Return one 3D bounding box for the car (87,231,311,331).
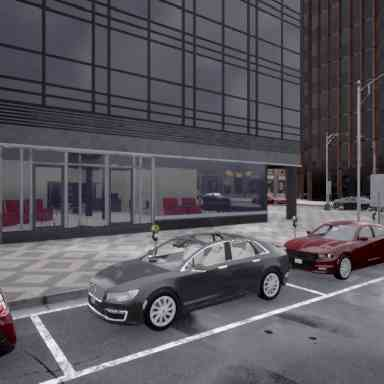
[{"bbox_3d":[0.147,1.551,6.760,4.403,1.369,2.008,0,0,-36],"label":"car"}]

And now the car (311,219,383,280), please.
[{"bbox_3d":[4.586,1.545,9.933,4.507,1.381,1.887,0,0,-36],"label":"car"}]

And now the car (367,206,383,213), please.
[{"bbox_3d":[9.026,1.441,13.106,4.097,1.590,1.967,0,0,-36],"label":"car"}]

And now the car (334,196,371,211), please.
[{"bbox_3d":[16.232,1.204,32.127,1.837,1.490,4.892,0,1,-36],"label":"car"}]

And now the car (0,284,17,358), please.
[{"bbox_3d":[-4.293,1.440,3.587,4.097,1.590,1.967,0,0,-36],"label":"car"}]

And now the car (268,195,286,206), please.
[{"bbox_3d":[9.728,1.081,41.185,1.895,1.301,4.718,0,1,-36],"label":"car"}]
